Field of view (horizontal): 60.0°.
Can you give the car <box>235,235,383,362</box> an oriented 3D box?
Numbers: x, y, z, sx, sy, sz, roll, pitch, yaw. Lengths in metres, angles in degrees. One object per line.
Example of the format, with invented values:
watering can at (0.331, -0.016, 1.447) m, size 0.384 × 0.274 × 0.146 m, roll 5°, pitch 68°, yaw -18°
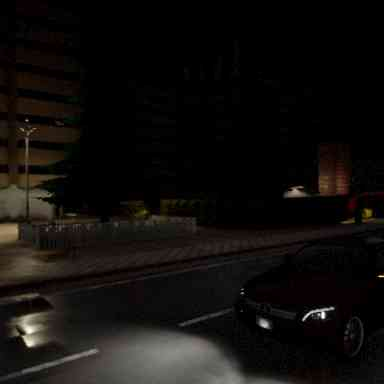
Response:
car at (2.867, 1.587, 6.148) m, size 4.674 × 1.442 × 1.812 m, roll 0°, pitch -1°, yaw -37°
